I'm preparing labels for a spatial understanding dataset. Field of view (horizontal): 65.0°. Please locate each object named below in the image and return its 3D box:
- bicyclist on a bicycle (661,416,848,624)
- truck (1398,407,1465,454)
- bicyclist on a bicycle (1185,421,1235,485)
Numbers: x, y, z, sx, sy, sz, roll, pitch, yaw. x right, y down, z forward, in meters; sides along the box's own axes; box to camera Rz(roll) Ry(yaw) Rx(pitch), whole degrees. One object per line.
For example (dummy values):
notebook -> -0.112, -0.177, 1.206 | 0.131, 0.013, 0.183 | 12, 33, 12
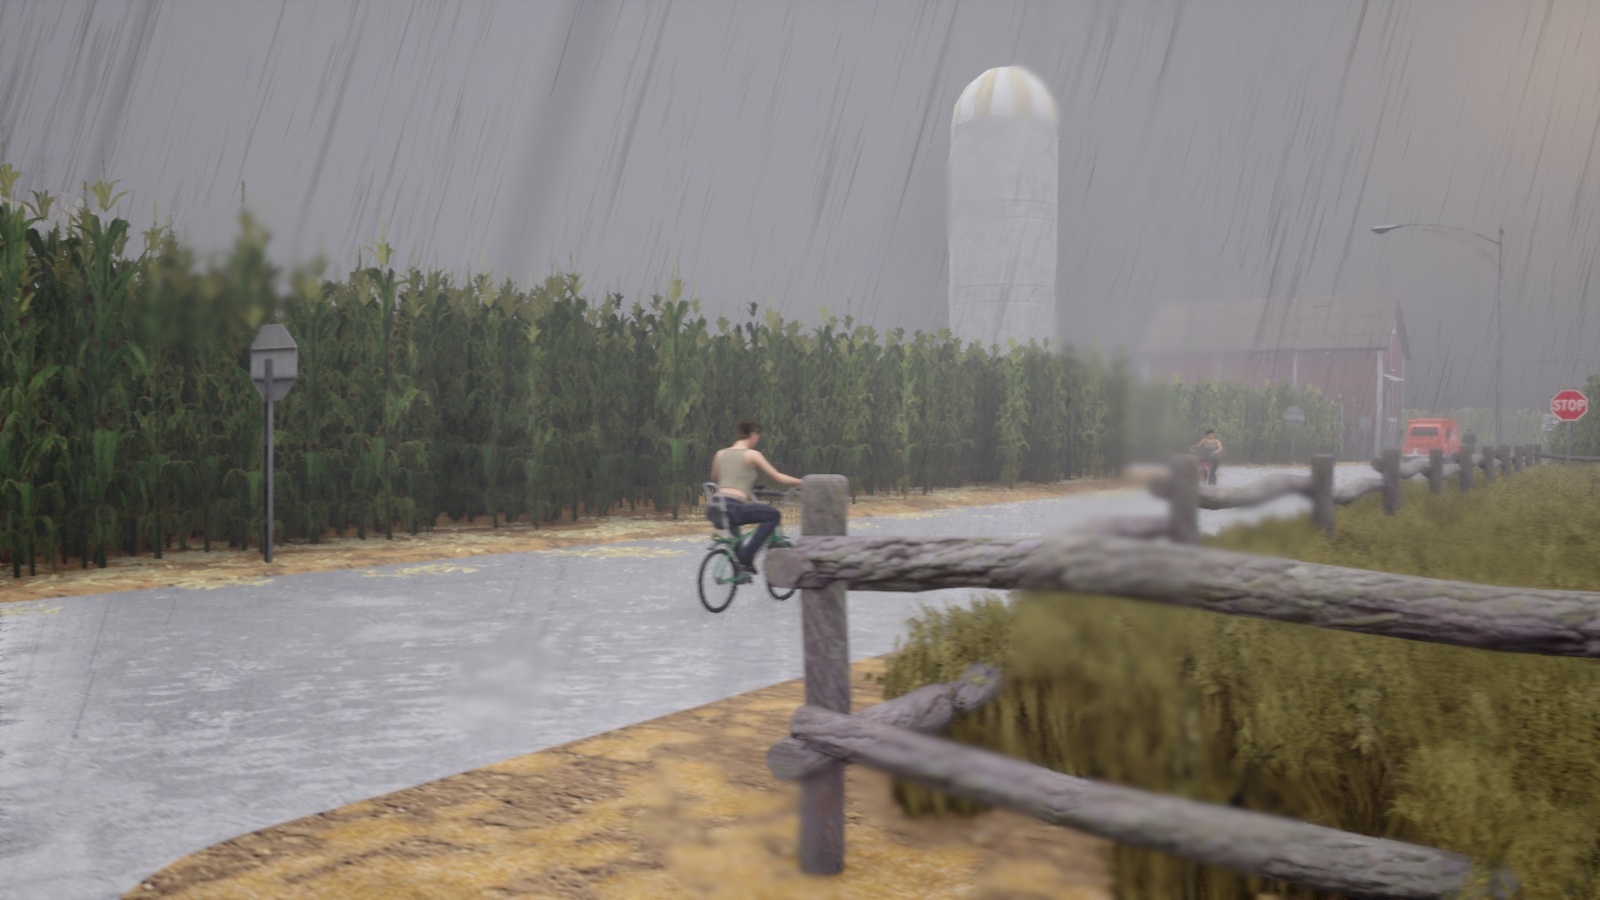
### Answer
bicyclist on a bicycle -> -0.356, 0.535, 10.633 | 0.866, 1.612, 1.509 | 0, 1, 33
truck -> 34.335, -1.025, 68.245 | 2.627, 2.467, 5.204 | 0, 0, 34
bicyclist on a bicycle -> 10.762, 0.068, 32.930 | 0.866, 1.612, 1.509 | 0, 1, 34
